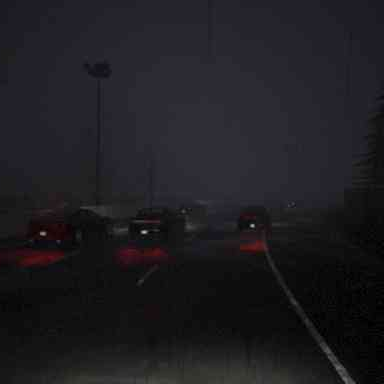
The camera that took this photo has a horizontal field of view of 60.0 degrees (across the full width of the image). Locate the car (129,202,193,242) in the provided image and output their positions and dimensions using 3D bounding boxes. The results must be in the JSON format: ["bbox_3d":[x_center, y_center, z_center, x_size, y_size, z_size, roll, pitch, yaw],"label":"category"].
[{"bbox_3d":[-1.571,1.485,16.506,2.128,1.511,4.902,0,0,11],"label":"car"}]

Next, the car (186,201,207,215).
[{"bbox_3d":[0.004,1.599,34.253,1.895,1.301,4.718,0,0,22],"label":"car"}]

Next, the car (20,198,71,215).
[{"bbox_3d":[-14.996,1.426,34.445,1.882,1.535,5.008,0,0,19],"label":"car"}]

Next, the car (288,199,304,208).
[{"bbox_3d":[14.746,1.648,48.069,1.895,1.301,4.718,0,0,35],"label":"car"}]

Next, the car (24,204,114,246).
[{"bbox_3d":[-5.349,1.459,15.318,1.882,1.535,5.008,0,0,10],"label":"car"}]

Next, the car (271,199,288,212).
[{"bbox_3d":[9.311,1.630,38.447,1.895,1.301,4.718,0,0,29],"label":"car"}]

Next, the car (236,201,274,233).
[{"bbox_3d":[3.739,1.517,19.759,1.837,1.490,4.892,0,0,14],"label":"car"}]
